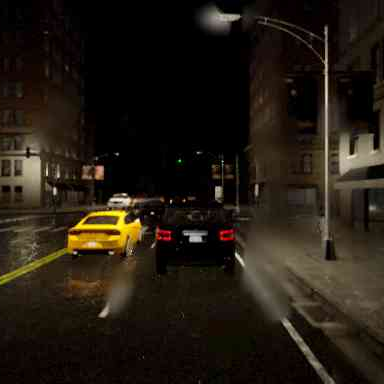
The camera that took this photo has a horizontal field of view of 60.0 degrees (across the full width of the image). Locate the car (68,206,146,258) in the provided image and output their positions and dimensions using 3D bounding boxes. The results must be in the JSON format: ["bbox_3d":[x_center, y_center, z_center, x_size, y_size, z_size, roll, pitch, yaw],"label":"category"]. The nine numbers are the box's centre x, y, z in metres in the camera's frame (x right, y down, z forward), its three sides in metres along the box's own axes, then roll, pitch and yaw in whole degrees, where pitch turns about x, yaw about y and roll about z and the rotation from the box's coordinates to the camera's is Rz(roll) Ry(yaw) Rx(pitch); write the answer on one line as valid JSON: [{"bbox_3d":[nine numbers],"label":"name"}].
[{"bbox_3d":[-3.157,1.500,12.932,1.882,1.535,5.008,0,0,0],"label":"car"}]

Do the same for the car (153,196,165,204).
[{"bbox_3d":[-6.537,1.578,65.522,1.882,1.535,5.008,0,0,0],"label":"car"}]

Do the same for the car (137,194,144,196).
[{"bbox_3d":[-9.839,1.439,55.051,2.097,1.767,4.553,0,0,0],"label":"car"}]

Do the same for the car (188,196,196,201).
[{"bbox_3d":[-0.048,1.591,84.187,1.895,1.301,4.718,0,0,0],"label":"car"}]

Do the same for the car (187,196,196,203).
[{"bbox_3d":[-0.042,1.587,73.737,1.882,1.535,5.008,0,0,0],"label":"car"}]

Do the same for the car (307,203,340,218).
[{"bbox_3d":[12.760,1.654,30.380,4.181,1.385,1.994,0,0,0],"label":"car"}]

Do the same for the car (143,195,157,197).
[{"bbox_3d":[-6.590,1.634,55.147,2.033,1.411,5.357,0,0,0],"label":"car"}]

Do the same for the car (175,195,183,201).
[{"bbox_3d":[-3.298,1.496,84.155,1.837,1.490,4.892,0,0,0],"label":"car"}]

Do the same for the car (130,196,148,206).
[{"bbox_3d":[-6.620,1.620,45.072,2.033,1.411,5.357,0,0,0],"label":"car"}]

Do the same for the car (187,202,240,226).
[{"bbox_3d":[1.763,1.535,25.042,2.128,1.511,4.902,-1,0,29],"label":"car"}]

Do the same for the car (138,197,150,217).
[{"bbox_3d":[-3.167,1.529,29.170,1.882,1.535,5.008,0,0,0],"label":"car"}]

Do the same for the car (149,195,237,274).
[{"bbox_3d":[0.092,1.241,10.813,2.150,2.045,5.566,0,0,0],"label":"car"}]

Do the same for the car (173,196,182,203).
[{"bbox_3d":[-3.292,1.634,74.152,1.812,1.442,4.674,0,0,0],"label":"car"}]

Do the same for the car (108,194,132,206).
[{"bbox_3d":[-9.877,1.295,45.491,2.150,2.045,5.566,0,0,-1],"label":"car"}]
